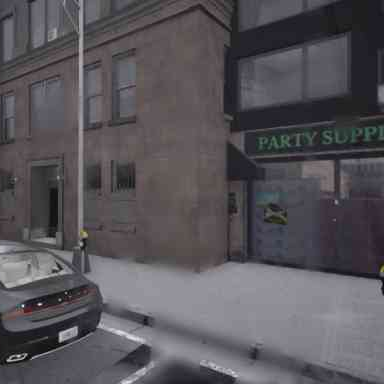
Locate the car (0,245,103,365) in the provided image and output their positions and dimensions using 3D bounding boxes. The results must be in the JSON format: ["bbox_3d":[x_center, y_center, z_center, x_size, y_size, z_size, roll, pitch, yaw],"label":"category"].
[{"bbox_3d":[-3.330,1.550,5.452,4.403,1.369,2.008,0,0,35],"label":"car"}]
